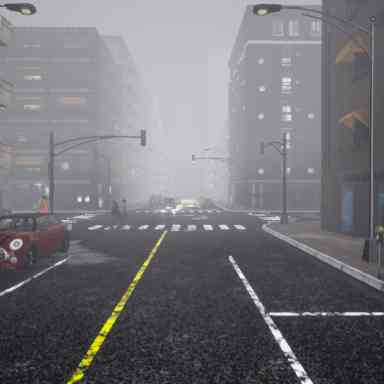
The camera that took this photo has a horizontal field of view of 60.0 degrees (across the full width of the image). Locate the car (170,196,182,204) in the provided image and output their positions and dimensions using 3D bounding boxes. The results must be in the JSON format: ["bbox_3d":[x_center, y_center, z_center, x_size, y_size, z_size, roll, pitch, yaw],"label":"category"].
[{"bbox_3d":[-3.151,1.525,66.606,2.033,1.411,5.357,0,0,1],"label":"car"}]

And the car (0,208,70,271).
[{"bbox_3d":[-5.517,1.437,10.729,1.967,1.590,4.097,-1,0,0],"label":"car"}]

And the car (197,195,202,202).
[{"bbox_3d":[2.256,1.534,52.693,2.008,1.369,4.403,-1,0,0],"label":"car"}]

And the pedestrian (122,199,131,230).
[{"bbox_3d":[-4.146,1.288,20.401,0.375,1.860,0.375,-1,1,0],"label":"pedestrian"}]

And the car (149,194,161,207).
[{"bbox_3d":[-5.627,1.298,52.707,2.192,1.841,5.009,-1,0,0],"label":"car"}]

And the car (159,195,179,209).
[{"bbox_3d":[-3.102,1.491,45.855,1.837,1.490,4.892,0,0,0],"label":"car"}]

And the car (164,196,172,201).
[{"bbox_3d":[-5.781,1.552,80.393,1.802,1.307,4.206,-1,0,0],"label":"car"}]

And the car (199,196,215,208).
[{"bbox_3d":[2.288,1.568,47.154,1.802,1.307,4.206,-1,0,0],"label":"car"}]

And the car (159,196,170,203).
[{"bbox_3d":[-5.718,1.558,69.319,1.802,1.307,4.206,-1,0,0],"label":"car"}]

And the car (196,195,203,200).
[{"bbox_3d":[2.036,1.546,91.467,1.802,1.307,4.206,-1,0,0],"label":"car"}]

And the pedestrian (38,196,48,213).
[{"bbox_3d":[-8.716,1.142,19.728,0.375,1.860,0.375,-1,1,0],"label":"pedestrian"}]

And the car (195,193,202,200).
[{"bbox_3d":[2.130,1.518,74.849,1.887,1.381,4.507,-1,0,0],"label":"car"}]

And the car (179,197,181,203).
[{"bbox_3d":[-3.156,1.583,55.955,1.895,1.301,4.718,0,0,0],"label":"car"}]

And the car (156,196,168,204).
[{"bbox_3d":[-5.687,1.504,63.611,1.752,1.417,4.829,-1,0,0],"label":"car"}]

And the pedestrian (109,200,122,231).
[{"bbox_3d":[-4.455,1.289,19.201,0.375,1.860,0.375,-1,1,0],"label":"pedestrian"}]
